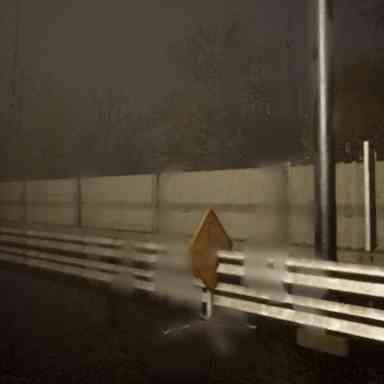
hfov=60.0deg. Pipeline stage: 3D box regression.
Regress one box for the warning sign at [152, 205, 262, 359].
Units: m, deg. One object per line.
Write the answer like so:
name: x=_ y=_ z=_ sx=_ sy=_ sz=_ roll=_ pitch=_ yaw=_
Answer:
warning sign: x=0.260 y=1.145 z=4.964 sx=1.060 sy=1.860 sz=1.300 roll=-1 pitch=0 yaw=35
